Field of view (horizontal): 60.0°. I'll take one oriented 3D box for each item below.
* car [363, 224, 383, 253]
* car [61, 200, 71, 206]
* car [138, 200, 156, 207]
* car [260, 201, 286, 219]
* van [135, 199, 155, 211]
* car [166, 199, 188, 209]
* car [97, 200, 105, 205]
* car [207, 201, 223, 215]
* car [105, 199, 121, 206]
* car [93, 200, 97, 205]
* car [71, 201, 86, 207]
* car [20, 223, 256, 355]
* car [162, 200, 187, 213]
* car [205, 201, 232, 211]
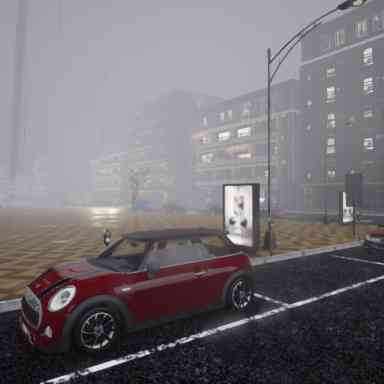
[{"bbox_3d":[8.130,1.581,12.501,4.206,1.307,1.802,0,0,-36],"label":"car"},{"bbox_3d":[-32.532,2.861,86.211,1.887,1.381,4.507,-2,0,-36],"label":"car"},{"bbox_3d":[-9.264,2.424,68.768,1.802,1.307,4.206,-2,0,-36],"label":"car"},{"bbox_3d":[7.016,1.887,32.338,2.008,1.369,4.403,-2,0,-36],"label":"car"},{"bbox_3d":[-7.419,2.034,52.087,1.690,1.788,3.998,-2,0,-36],"label":"van"},{"bbox_3d":[-2.655,2.119,59.805,1.967,1.590,4.097,-2,0,-36],"label":"car"},{"bbox_3d":[-22.482,2.736,86.700,1.947,1.339,4.313,-2,0,-36],"label":"car"},{"bbox_3d":[3.712,1.968,36.821,2.008,1.369,4.403,-2,0,-36],"label":"car"},{"bbox_3d":[-19.181,2.528,82.217,1.967,1.590,4.097,-2,0,-36],"label":"car"},{"bbox_3d":[-25.787,2.797,91.183,1.887,1.381,4.507,-2,0,-36],"label":"car"},{"bbox_3d":[-25.924,2.703,77.246,2.008,1.369,4.403,-2,0,-36],"label":"car"},{"bbox_3d":[-0.818,1.440,6.006,4.097,1.590,1.967,0,0,-36],"label":"car"},{"bbox_3d":[-2.440,2.114,45.244,1.887,1.381,4.507,-2,0,-36],"label":"car"},{"bbox_3d":[4.016,2.097,50.884,1.802,1.307,4.206,-2,0,-36],"label":"car"}]
